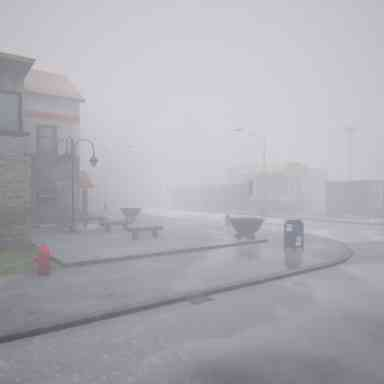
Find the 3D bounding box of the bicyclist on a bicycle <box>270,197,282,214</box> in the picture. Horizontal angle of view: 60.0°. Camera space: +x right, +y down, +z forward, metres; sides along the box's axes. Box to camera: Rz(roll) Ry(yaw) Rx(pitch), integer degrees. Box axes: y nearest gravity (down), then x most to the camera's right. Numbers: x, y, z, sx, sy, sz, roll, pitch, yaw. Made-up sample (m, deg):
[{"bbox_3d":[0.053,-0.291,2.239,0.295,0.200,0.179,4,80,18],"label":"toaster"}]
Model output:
[{"bbox_3d":[8.116,1.349,32.064,1.656,1.620,0.582,0,0,-35],"label":"bicyclist on a bicycle"}]
